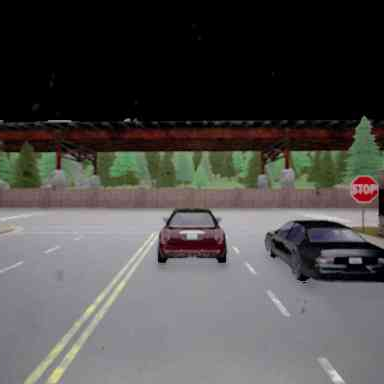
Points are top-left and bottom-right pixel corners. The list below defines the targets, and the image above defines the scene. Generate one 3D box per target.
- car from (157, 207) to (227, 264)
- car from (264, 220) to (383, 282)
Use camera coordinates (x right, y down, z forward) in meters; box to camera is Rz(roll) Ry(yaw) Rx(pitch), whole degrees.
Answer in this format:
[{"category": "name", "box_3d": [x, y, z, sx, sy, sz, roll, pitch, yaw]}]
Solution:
[{"category": "car", "box_3d": [0.005, 1.302, 11.783, 2.097, 1.767, 4.553, 0, 0, 0]}, {"category": "car", "box_3d": [3.504, 1.507, 9.616, 2.033, 1.411, 5.357, 0, 0, 0]}]
